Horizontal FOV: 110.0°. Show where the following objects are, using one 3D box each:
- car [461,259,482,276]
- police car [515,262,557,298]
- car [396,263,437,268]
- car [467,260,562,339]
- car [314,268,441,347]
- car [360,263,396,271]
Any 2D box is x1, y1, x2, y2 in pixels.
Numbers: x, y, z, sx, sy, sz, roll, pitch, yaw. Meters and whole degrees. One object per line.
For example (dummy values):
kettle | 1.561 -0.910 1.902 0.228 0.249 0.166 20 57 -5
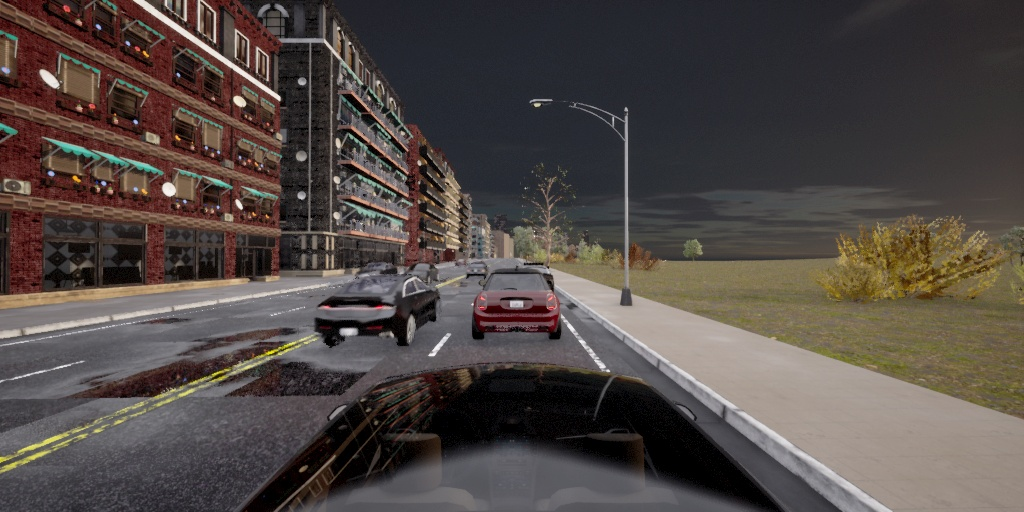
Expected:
car | -3.086 1.300 33.053 2.033 1.411 5.357 0 0 0
police car | 1.173 1.178 19.680 1.930 1.638 5.238 0 0 0
car | -6.551 1.257 26.046 1.837 1.490 4.892 0 0 0
car | 0.112 1.103 10.184 2.097 1.767 4.553 0 0 0
car | -3.136 1.243 9.324 2.128 1.511 4.902 0 0 0
car | -9.802 1.244 26.284 2.128 1.511 4.902 0 0 0
